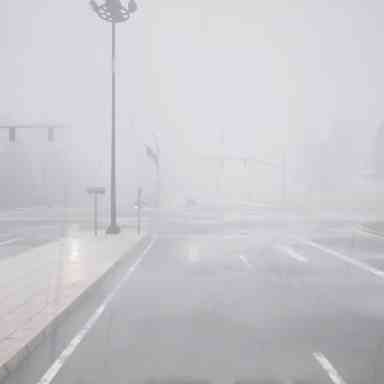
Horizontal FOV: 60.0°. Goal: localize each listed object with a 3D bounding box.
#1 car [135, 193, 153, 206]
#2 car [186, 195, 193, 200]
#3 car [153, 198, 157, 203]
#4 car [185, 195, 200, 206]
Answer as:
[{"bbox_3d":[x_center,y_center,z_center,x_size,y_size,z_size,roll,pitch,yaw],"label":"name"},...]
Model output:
[{"bbox_3d":[-8.253,1.406,55.725,2.097,1.767,4.553,0,0,-1],"label":"car"},{"bbox_3d":[-0.794,1.593,95.634,1.837,1.490,4.892,0,0,-1],"label":"car"},{"bbox_3d":[-8.353,1.611,65.566,2.033,1.411,5.357,0,0,0],"label":"car"},{"bbox_3d":[-0.149,1.579,54.591,1.812,1.442,4.674,0,0,-1],"label":"car"}]
